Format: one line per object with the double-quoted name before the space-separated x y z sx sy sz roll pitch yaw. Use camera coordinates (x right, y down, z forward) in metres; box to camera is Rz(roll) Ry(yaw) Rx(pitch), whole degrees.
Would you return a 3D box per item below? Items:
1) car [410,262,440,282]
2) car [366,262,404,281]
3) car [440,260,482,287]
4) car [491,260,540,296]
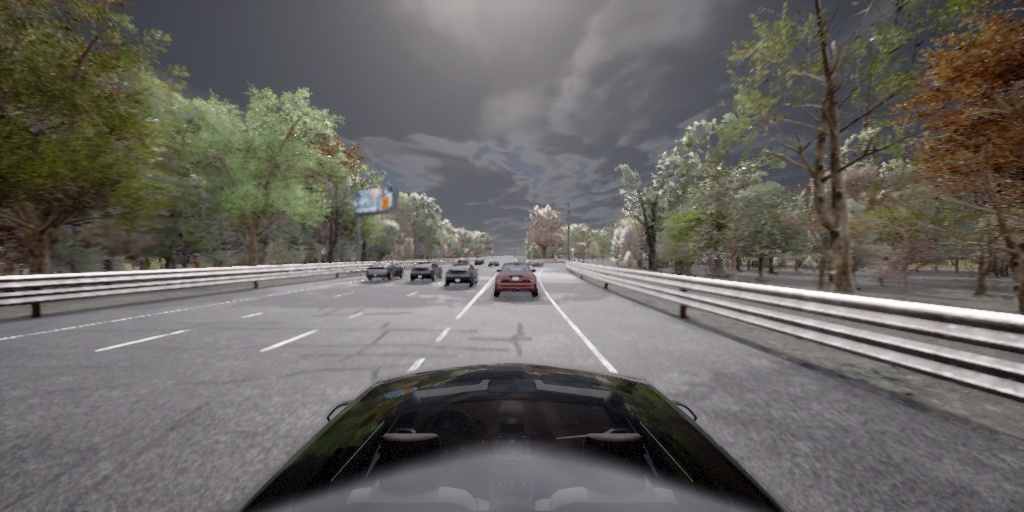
"car" -6.901 1.256 29.294 1.837 1.490 4.892 0 0 0
"car" -10.400 1.242 29.734 2.128 1.511 4.902 0 0 0
"car" -3.399 1.256 24.843 1.837 1.490 4.892 0 0 0
"car" 0.239 1.103 19.343 2.097 1.767 4.553 0 0 1
